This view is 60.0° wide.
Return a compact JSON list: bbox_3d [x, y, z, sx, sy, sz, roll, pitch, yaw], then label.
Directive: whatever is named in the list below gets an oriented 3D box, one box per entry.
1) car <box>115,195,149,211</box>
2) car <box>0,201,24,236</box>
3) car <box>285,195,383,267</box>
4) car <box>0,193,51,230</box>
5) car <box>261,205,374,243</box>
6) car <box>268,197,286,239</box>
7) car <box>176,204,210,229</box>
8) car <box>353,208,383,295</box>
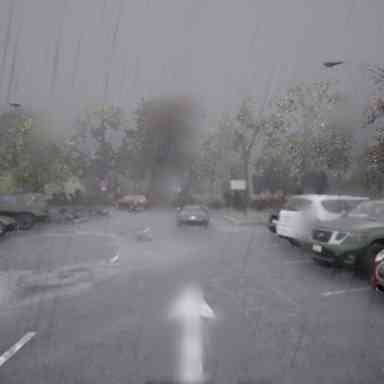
[{"bbox_3d":[-6.874,1.129,37.660,2.097,1.767,4.553,0,0,-42],"label":"car"},{"bbox_3d":[-11.004,1.414,15.951,4.792,1.488,2.163,-1,0,-20],"label":"car"},{"bbox_3d":[5.916,1.173,9.772,5.566,2.045,2.435,1,1,-20],"label":"car"},{"bbox_3d":[-11.049,1.115,18.867,5.566,2.045,2.435,-1,1,-20],"label":"car"},{"bbox_3d":[5.944,1.416,15.858,4.792,1.488,2.163,1,0,-20],"label":"car"},{"bbox_3d":[5.953,1.154,12.833,5.566,2.045,2.435,1,0,-20],"label":"car"},{"bbox_3d":[0.003,1.431,20.775,1.994,1.385,4.181,0,0,-2],"label":"car"},{"bbox_3d":[5.972,1.318,6.775,4.553,1.767,2.185,1,1,-20],"label":"car"}]
